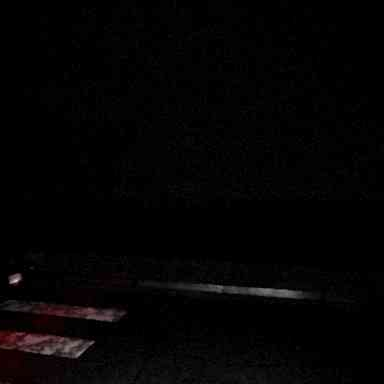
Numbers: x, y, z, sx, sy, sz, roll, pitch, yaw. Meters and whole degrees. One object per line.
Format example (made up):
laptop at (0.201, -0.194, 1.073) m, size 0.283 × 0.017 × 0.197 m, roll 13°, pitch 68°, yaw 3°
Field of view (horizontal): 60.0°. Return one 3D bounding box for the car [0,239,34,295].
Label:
car at (-5.508, 1.410, 6.654) m, size 4.674 × 1.442 × 1.812 m, roll 0°, pitch 2°, yaw 13°
